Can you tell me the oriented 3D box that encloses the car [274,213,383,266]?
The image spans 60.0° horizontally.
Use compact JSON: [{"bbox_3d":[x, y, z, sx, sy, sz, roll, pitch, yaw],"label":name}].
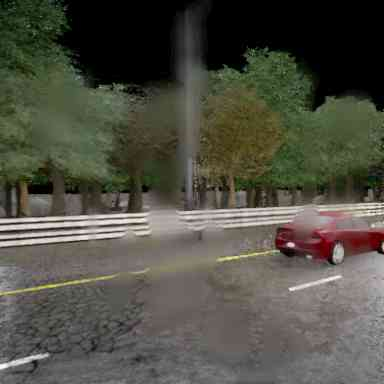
[{"bbox_3d":[5.047,1.463,11.625,5.008,1.535,1.882,0,0,-35],"label":"car"}]
